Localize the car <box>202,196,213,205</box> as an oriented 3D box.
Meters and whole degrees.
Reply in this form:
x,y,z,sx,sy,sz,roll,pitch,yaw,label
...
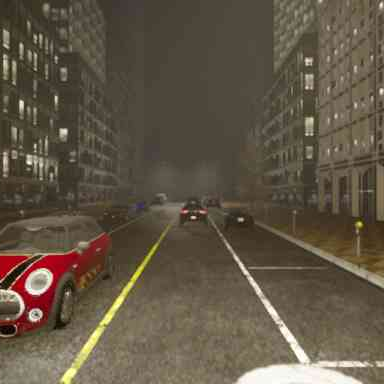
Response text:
x,y,z,sx,sy,sz,roll,pitch,yaw,label
2.732,1.487,60.516,1.752,1.417,4.829,0,0,0,car

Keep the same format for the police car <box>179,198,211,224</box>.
x,y,z,sx,sy,sz,roll,pitch,yaw,label
0.114,1.499,24.487,2.038,1.542,4.974,0,0,0,police car

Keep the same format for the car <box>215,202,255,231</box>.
x,y,z,sx,sy,sz,roll,pitch,yaw,label
2.706,1.558,20.503,1.947,1.339,4.313,0,0,0,car

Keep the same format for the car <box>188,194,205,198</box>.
x,y,z,sx,sy,sz,roll,pitch,yaw,label
0.127,1.330,41.035,2.097,1.767,4.553,0,0,0,car

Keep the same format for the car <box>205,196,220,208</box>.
x,y,z,sx,sy,sz,roll,pitch,yaw,label
2.722,1.417,43.270,1.967,1.590,4.097,0,0,0,car

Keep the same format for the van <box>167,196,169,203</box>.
x,y,z,sx,sy,sz,roll,pitch,yaw,label
-5.647,1.303,60.367,1.690,1.788,3.998,0,0,0,van

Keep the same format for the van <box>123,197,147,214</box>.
x,y,z,sx,sy,sz,roll,pitch,yaw,label
-5.666,1.326,31.906,1.690,1.788,3.998,0,0,0,van

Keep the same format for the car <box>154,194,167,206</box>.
x,y,z,sx,sy,sz,roll,pitch,yaw,label
-5.652,1.407,54.674,1.967,1.590,4.097,0,0,0,car

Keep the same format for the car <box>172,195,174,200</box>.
x,y,z,sx,sy,sz,roll,pitch,yaw,label
-5.630,1.458,88.657,1.752,1.417,4.829,0,0,0,car

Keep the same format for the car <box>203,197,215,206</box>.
x,y,z,sx,sy,sz,roll,pitch,yaw,label
2.728,1.549,54.654,1.802,1.307,4.206,0,0,0,car

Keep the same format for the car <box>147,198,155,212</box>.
x,y,z,sx,sy,sz,roll,pitch,yaw,label
-5.663,1.563,37.598,1.802,1.307,4.206,0,0,0,car

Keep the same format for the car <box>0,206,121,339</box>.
x,y,z,sx,sy,sz,roll,pitch,yaw,label
-3.091,1.350,6.898,2.097,1.767,4.553,0,0,0,car

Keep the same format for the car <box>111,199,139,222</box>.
x,y,z,sx,sy,sz,roll,pitch,yaw,label
-5.671,1.533,26.213,1.887,1.381,4.507,0,0,0,car

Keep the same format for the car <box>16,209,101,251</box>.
x,y,z,sx,sy,sz,roll,pitch,yaw,label
-5.678,1.545,14.829,2.008,1.369,4.403,0,0,0,car

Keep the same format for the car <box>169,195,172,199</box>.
x,y,z,sx,sy,sz,roll,pitch,yaw,label
-5.645,1.522,66.059,1.947,1.339,4.313,0,0,0,car

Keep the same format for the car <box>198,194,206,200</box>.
x,y,z,sx,sy,sz,roll,pitch,yaw,label
2.751,1.373,88.806,1.967,1.590,4.097,0,0,0,car
